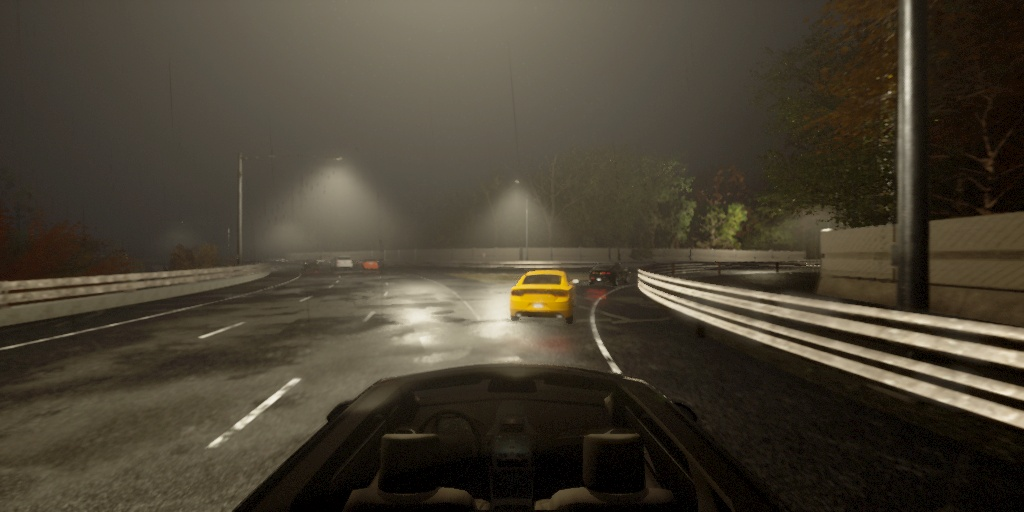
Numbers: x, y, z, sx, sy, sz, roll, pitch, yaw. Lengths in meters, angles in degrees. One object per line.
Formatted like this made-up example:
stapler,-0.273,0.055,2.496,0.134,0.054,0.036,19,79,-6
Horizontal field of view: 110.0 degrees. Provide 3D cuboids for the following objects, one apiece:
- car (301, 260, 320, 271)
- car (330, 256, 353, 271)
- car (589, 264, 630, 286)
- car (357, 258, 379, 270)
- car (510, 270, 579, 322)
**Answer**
car,-28.160,1.269,50.006,2.128,1.511,4.902,0,0,-37
car,-23.927,0.996,50.222,2.150,2.045,5.566,0,-1,-35
car,6.940,1.272,25.446,1.837,1.490,4.892,-1,0,32
car,-20.854,1.133,51.812,2.097,1.767,4.553,0,0,-34
car,1.238,1.235,12.429,1.882,1.535,5.008,0,0,12
